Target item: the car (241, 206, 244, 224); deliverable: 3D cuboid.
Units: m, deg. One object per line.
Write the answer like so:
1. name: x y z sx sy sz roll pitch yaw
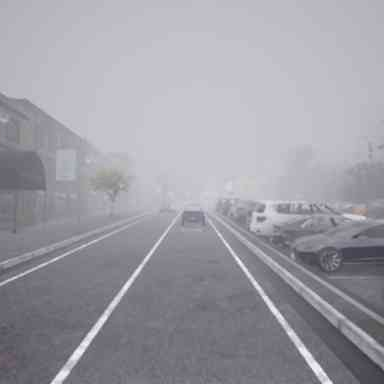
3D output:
1. car: 5.597 1.720 18.985 5.008 1.535 2.097 0 -1 0

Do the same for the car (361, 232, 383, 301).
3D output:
1. car: 5.618 1.529 4.969 5.008 1.535 2.097 0 -1 0

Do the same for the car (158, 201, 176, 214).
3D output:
1. car: -3.343 2.028 45.254 2.097 1.767 4.553 0 -1 0

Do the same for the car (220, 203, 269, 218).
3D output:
1. car: 5.594 1.972 35.803 4.892 1.521 2.231 0 -1 0

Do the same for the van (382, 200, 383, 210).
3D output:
1. van: 18.785 1.657 30.266 4.442 1.987 1.878 0 -1 0

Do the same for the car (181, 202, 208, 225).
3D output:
1. car: 0.097 1.859 27.685 1.882 1.535 5.008 0 -1 0

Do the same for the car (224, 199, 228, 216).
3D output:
1. car: 5.558 1.757 30.200 4.553 1.767 2.185 0 -1 0

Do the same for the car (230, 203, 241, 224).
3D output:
1. car: 5.589 1.802 24.590 4.892 1.521 2.231 0 -1 0

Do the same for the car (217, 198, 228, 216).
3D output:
1. car: 5.616 1.675 33.002 5.566 2.045 2.435 0 -1 0

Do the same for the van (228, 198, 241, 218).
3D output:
1. van: 5.476 1.616 27.397 4.442 1.987 1.878 0 -1 0

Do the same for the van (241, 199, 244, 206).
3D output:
1. van: 5.714 1.535 21.791 4.442 1.987 1.878 0 -1 0

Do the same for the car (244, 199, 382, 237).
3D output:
1. car: 5.635 1.429 16.185 5.566 2.045 2.435 0 -1 0

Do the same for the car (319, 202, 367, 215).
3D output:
1. car: 18.673 2.071 41.397 5.008 1.535 2.097 0 -1 0

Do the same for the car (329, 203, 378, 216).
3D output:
1. car: 18.669 2.060 38.610 4.674 1.452 2.002 0 -1 0

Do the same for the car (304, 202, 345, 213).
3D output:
1. car: 18.665 2.184 46.964 5.008 1.535 2.097 0 -1 0

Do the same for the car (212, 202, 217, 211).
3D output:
1. car: 5.617 1.821 41.411 5.566 2.045 2.435 0 -1 0

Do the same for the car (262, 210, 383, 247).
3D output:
1. car: 5.606 1.641 13.374 4.892 1.521 2.231 0 -1 0

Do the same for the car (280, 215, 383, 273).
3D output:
1. car: 5.586 1.631 10.576 4.792 1.488 2.163 0 -1 0

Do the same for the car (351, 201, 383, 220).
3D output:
1. car: 18.637 1.801 33.045 4.553 1.767 2.185 0 -1 0
